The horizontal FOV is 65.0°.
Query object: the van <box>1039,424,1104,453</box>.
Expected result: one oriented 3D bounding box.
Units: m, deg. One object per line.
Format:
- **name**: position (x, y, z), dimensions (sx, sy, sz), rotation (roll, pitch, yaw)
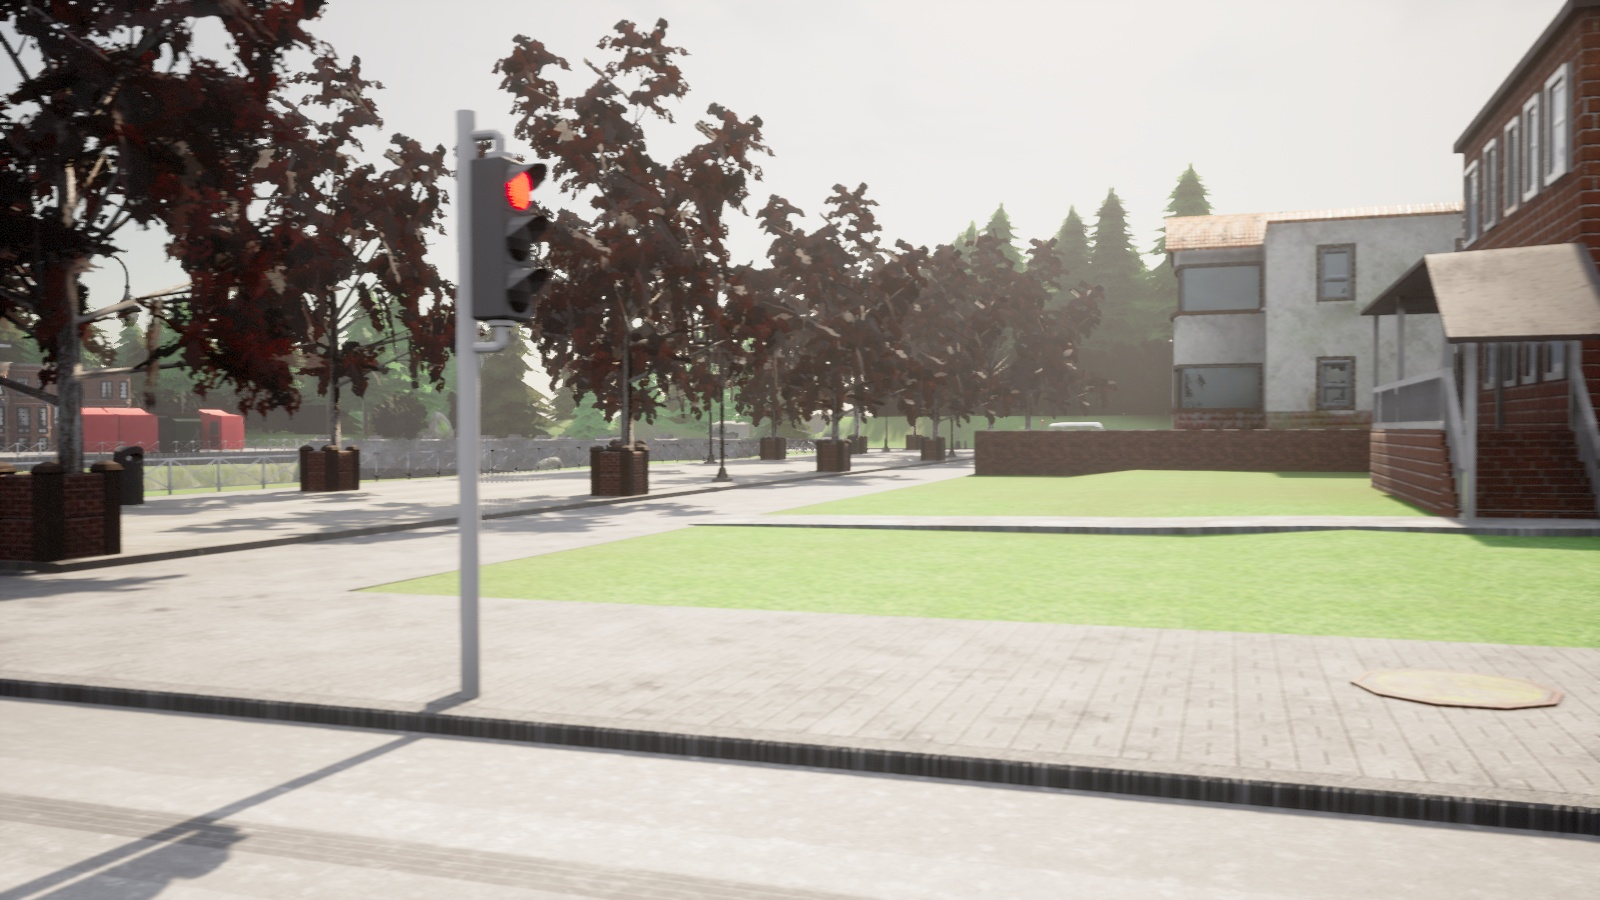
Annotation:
- **van**: position (20.006, -0.859, 92.415), dimensions (4.480, 2.038, 2.069), rotation (1, 1, 19)
